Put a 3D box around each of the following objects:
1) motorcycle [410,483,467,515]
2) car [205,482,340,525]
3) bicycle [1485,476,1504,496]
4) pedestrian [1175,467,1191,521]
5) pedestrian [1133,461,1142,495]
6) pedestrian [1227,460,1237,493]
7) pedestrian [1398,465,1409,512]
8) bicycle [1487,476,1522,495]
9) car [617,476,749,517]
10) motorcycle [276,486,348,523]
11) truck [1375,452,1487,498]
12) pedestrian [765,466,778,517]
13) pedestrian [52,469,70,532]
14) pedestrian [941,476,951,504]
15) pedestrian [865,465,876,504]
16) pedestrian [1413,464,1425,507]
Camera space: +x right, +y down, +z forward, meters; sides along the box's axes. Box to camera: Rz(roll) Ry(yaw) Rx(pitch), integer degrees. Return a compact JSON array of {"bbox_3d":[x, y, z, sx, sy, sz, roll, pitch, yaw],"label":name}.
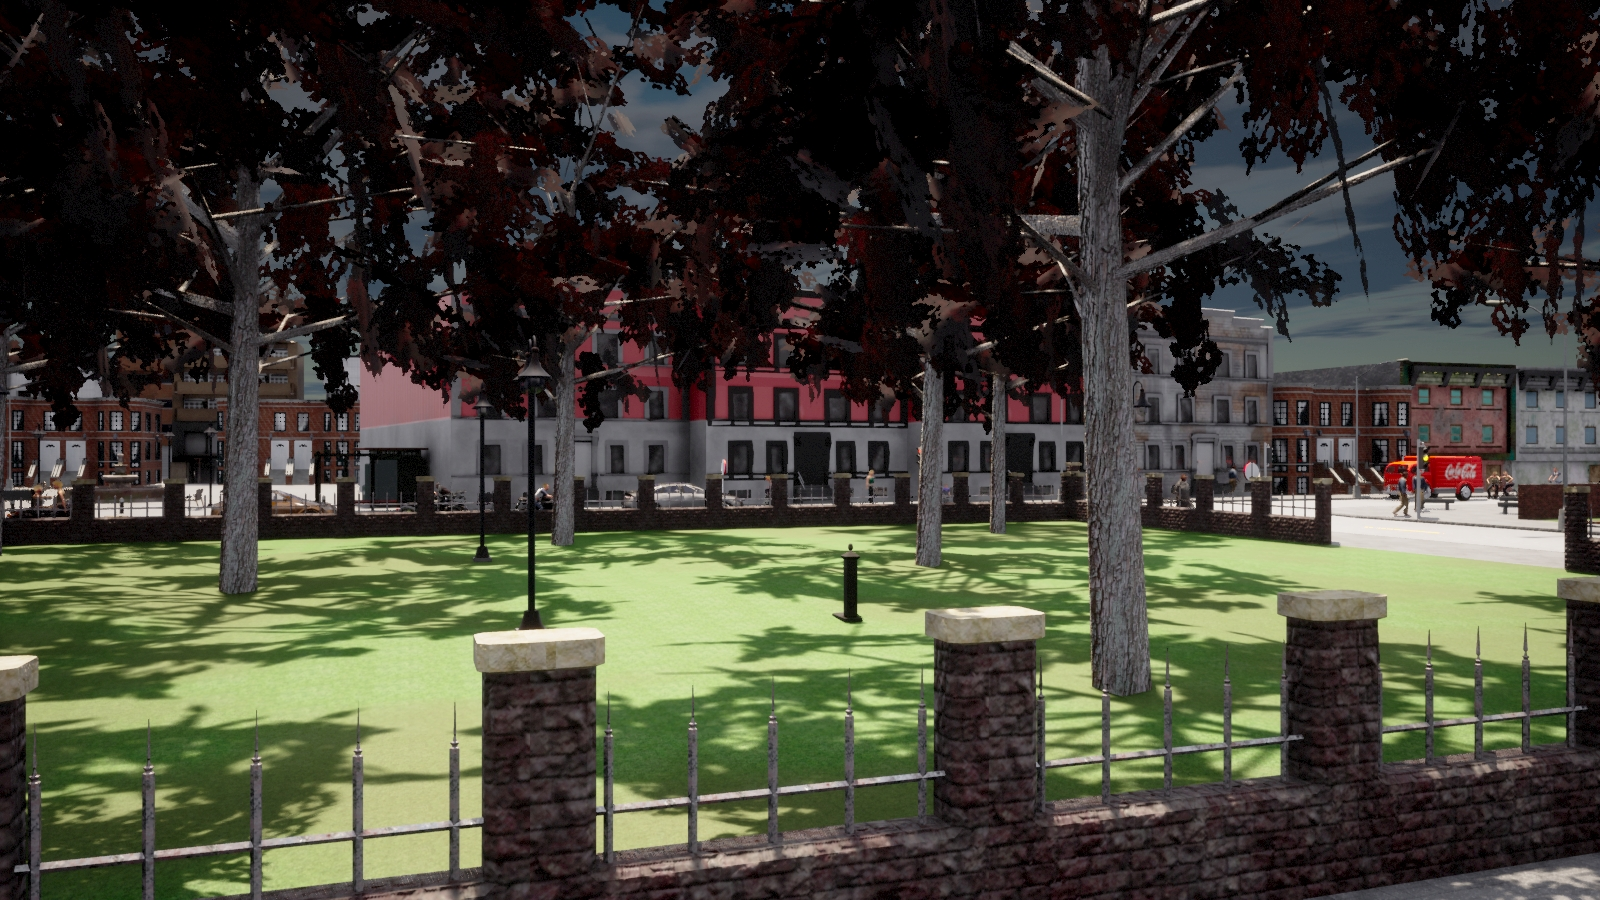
[{"bbox_3d":[-14.728,1.985,46.516,2.209,1.251,0.867,0,0,-19],"label":"motorcycle"},{"bbox_3d":[-18.776,1.899,40.895,4.181,1.385,1.994,0,0,-18],"label":"car"},{"bbox_3d":[39.299,2.036,64.656,0.859,1.080,1.487,0,0,35],"label":"bicycle"},{"bbox_3d":[13.402,1.525,39.970,0.375,1.860,0.375,0,0,-20],"label":"pedestrian"},{"bbox_3d":[18.667,1.524,63.192,0.375,1.860,0.375,0,0,-17],"label":"pedestrian"},{"bbox_3d":[24.685,1.523,65.230,0.375,1.860,0.375,0,0,-19],"label":"pedestrian"},{"bbox_3d":[24.149,1.518,45.702,0.375,1.860,0.375,0,0,32],"label":"pedestrian"},{"bbox_3d":[40.458,2.036,65.608,1.487,1.080,0.859,0,0,1],"label":"bicycle"},{"bbox_3d":[-4.677,1.827,45.707,4.902,1.511,2.128,0,0,-19],"label":"car"},{"bbox_3d":[-17.611,1.950,41.298,2.356,1.277,0.764,0,0,-19],"label":"motorcycle"},{"bbox_3d":[35.004,1.348,63.458,5.204,2.467,2.627,0,0,-19],"label":"truck"},{"bbox_3d":[-1.052,1.525,41.892,0.375,1.860,0.375,0,0,-19],"label":"pedestrian"},{"bbox_3d":[-22.371,1.523,34.576,0.375,1.860,0.375,0,0,-19],"label":"pedestrian"},{"bbox_3d":[6.987,1.909,54.735,0.375,1.300,0.375,0,0,-18],"label":"pedestrian"},{"bbox_3d":[3.343,1.628,54.451,0.375,1.860,0.375,0,0,-34],"label":"pedestrian"},{"bbox_3d":[26.653,1.517,49.172,0.375,1.860,0.375,0,0,13],"label":"pedestrian"}]
